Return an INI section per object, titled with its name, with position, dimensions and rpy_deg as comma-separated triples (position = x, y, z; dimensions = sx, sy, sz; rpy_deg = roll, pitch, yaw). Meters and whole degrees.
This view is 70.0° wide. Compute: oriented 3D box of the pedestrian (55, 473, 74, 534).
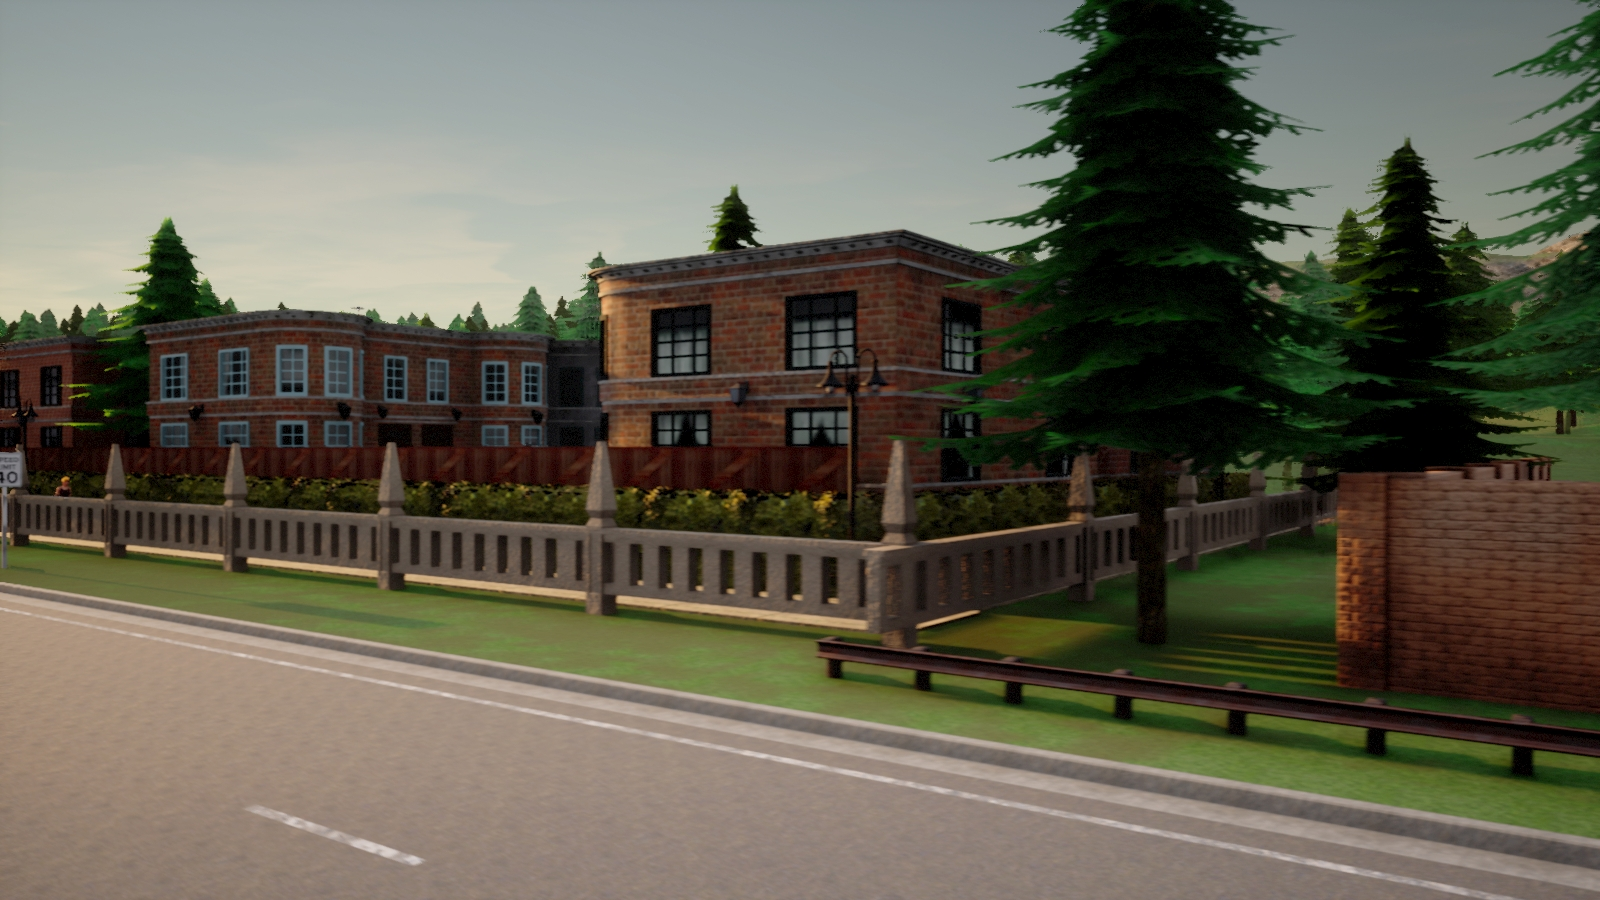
[pedestrian]
position = -22.911, 1.659, 35.595
dimensions = 0.375, 1.860, 0.375
rpy_deg = 0, 0, 35
